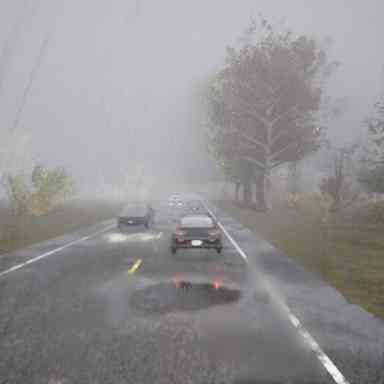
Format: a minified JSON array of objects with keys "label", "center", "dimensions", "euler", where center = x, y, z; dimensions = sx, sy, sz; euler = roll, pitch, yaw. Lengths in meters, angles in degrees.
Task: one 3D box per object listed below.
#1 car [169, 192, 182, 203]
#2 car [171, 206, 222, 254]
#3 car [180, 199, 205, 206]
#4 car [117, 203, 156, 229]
[{"label":"car","center":[-3.130,1.059,63.469],"dimensions":[2.150,2.045,5.566],"euler":[0,0,1]},{"label":"car","center":[0.166,1.505,13.244],"dimensions":[1.812,1.442,4.674],"euler":[0,0,0]},{"label":"car","center":[0.267,1.491,31.391],"dimensions":[2.033,1.411,5.357],"euler":[0,0,1]},{"label":"car","center":[-3.471,1.438,21.431],"dimensions":[1.882,1.535,5.008],"euler":[0,0,0]}]
